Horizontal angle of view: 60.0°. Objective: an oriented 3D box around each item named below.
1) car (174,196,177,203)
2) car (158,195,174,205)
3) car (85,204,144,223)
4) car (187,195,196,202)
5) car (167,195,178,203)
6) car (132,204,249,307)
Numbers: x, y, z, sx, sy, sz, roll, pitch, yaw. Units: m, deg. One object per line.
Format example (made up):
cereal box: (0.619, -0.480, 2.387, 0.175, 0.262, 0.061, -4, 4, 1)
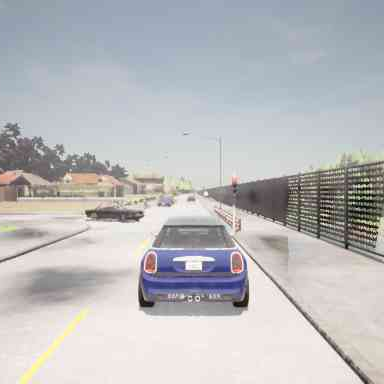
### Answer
car: (-4.183, 1.547, 60.742, 2.033, 1.411, 5.357, 0, 0, 0)
car: (-4.182, 1.526, 50.974, 1.812, 1.442, 4.674, 0, 0, 0)
car: (-5.826, 1.601, 25.341, 4.718, 1.301, 1.895, 0, 0, 32)
car: (-0.142, 1.524, 76.319, 1.812, 1.442, 4.674, 0, 0, 0)
car: (-4.133, 1.478, 71.005, 1.882, 1.535, 5.008, 0, 0, 0)
car: (0.037, 1.352, 8.119, 2.097, 1.767, 4.553, 0, 0, 0)
